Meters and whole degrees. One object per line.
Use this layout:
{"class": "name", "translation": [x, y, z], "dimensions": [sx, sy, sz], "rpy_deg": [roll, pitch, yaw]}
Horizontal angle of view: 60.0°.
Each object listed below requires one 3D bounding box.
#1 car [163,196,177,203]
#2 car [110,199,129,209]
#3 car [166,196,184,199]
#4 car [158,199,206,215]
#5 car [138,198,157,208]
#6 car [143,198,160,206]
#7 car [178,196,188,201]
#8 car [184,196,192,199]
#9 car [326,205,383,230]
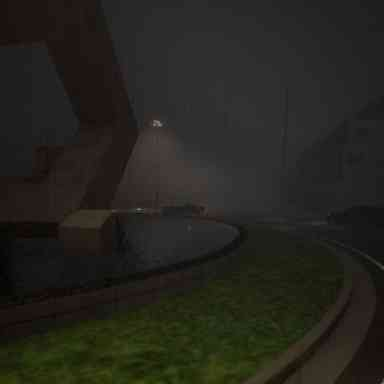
{"class": "car", "translation": [-5.218, 1.762, 79.592], "dimensions": [2.097, 1.767, 4.553], "rpy_deg": [0, 0, 10]}
{"class": "car", "translation": [-11.361, 1.832, 50.965], "dimensions": [1.812, 1.442, 4.674], "rpy_deg": [0, 0, 20]}
{"class": "car", "translation": [-3.669, 1.700, 68.551], "dimensions": [2.097, 1.767, 4.553], "rpy_deg": [0, 0, 10]}
{"class": "car", "translation": [-1.000, 1.780, 36.313], "dimensions": [4.718, 1.301, 1.895], "rpy_deg": [0, 0, 28]}
{"class": "car", "translation": [-7.045, 1.855, 52.925], "dimensions": [1.994, 1.385, 4.181], "rpy_deg": [0, 0, 16]}
{"class": "car", "translation": [-7.885, 1.915, 65.043], "dimensions": [1.994, 1.385, 4.181], "rpy_deg": [0, 0, 11]}
{"class": "car", "translation": [-2.487, 1.828, 94.603], "dimensions": [1.882, 1.535, 5.008], "rpy_deg": [0, 0, 10]}
{"class": "car", "translation": [-1.087, 1.898, 82.738], "dimensions": [1.837, 1.490, 4.892], "rpy_deg": [0, 0, 10]}
{"class": "car", "translation": [10.871, 1.568, 21.464], "dimensions": [1.812, 1.442, 4.674], "rpy_deg": [0, 0, -24]}
